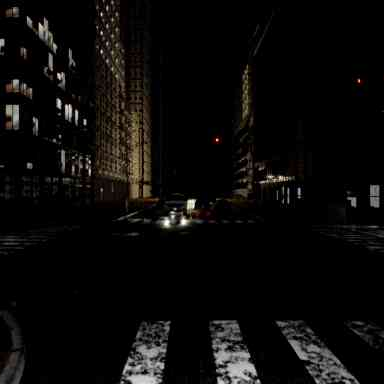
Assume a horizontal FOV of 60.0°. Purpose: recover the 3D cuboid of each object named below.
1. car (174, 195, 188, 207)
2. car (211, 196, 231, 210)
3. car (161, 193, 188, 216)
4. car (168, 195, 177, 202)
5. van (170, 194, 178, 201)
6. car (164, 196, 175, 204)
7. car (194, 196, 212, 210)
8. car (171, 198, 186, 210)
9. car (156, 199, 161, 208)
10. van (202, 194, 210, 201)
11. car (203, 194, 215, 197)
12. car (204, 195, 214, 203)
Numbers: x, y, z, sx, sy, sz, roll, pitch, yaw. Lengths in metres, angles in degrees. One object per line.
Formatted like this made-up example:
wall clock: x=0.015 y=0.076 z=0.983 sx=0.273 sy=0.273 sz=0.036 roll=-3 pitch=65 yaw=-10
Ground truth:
car: x=-1.739 y=1.359 z=53.493 sx=2.097 sy=1.767 sz=4.553 roll=0 pitch=0 yaw=-1
car: x=3.797 y=1.579 z=41.815 sx=1.947 sy=1.339 sz=4.313 roll=0 pitch=0 yaw=0
car: x=-1.604 y=1.239 z=33.749 sx=2.150 sy=2.045 sz=5.566 roll=0 pitch=0 yaw=0
car: x=-4.377 y=1.426 z=74.921 sx=1.967 sy=1.590 sz=4.097 roll=0 pitch=0 yaw=0
van: x=-4.417 y=1.321 z=80.448 sx=1.690 sy=1.788 sz=3.998 roll=0 pitch=0 yaw=0
car: x=-4.295 y=1.563 z=63.866 sx=1.947 sy=1.339 sz=4.313 roll=0 pitch=0 yaw=0
car: x=1.256 y=1.538 z=42.554 sx=1.812 sy=1.442 sz=4.674 roll=0 pitch=0 yaw=0
car: x=-1.675 y=1.538 z=43.576 sx=1.812 sy=1.442 sz=4.674 roll=0 pitch=0 yaw=0
car: x=-4.173 y=1.592 z=47.283 sx=1.802 sy=1.307 sz=4.206 roll=0 pitch=0 yaw=0
van: x=3.463 y=1.321 z=80.506 sx=1.690 sy=1.788 sz=3.998 roll=0 pitch=0 yaw=0
car: x=3.585 y=1.313 z=63.923 sx=2.192 sy=1.841 sz=5.009 roll=0 pitch=0 yaw=0
car: x=3.544 y=1.432 z=69.452 sx=1.967 sy=1.590 sz=4.097 roll=0 pitch=0 yaw=0
